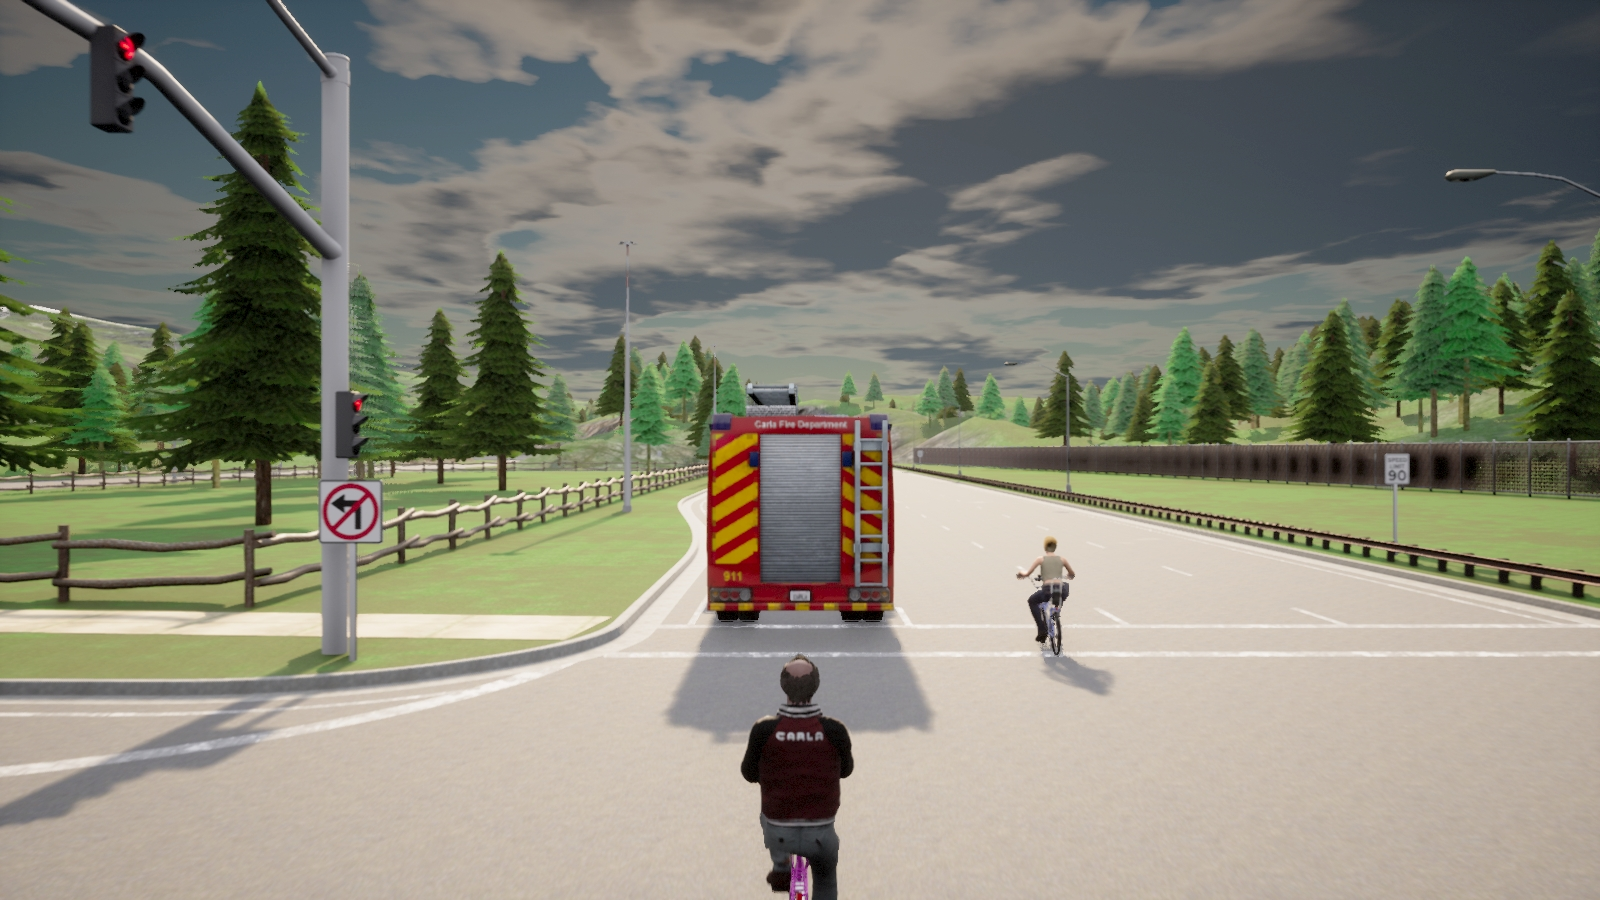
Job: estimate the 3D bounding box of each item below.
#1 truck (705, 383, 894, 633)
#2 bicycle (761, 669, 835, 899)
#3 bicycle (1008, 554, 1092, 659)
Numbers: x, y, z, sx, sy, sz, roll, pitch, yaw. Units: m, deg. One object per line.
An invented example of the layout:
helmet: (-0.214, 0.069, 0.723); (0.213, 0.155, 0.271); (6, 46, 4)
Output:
truck: (-0.006, 0.895, 21.729); (2.891, 3.827, 8.468); (0, 0, 0)
bicycle: (-0.007, 2.061, 5.976); (0.329, 1.471, 1.835); (0, 0, 0)
bicycle: (3.486, 2.161, 16.028); (0.859, 1.277, 1.487); (0, 0, 0)
